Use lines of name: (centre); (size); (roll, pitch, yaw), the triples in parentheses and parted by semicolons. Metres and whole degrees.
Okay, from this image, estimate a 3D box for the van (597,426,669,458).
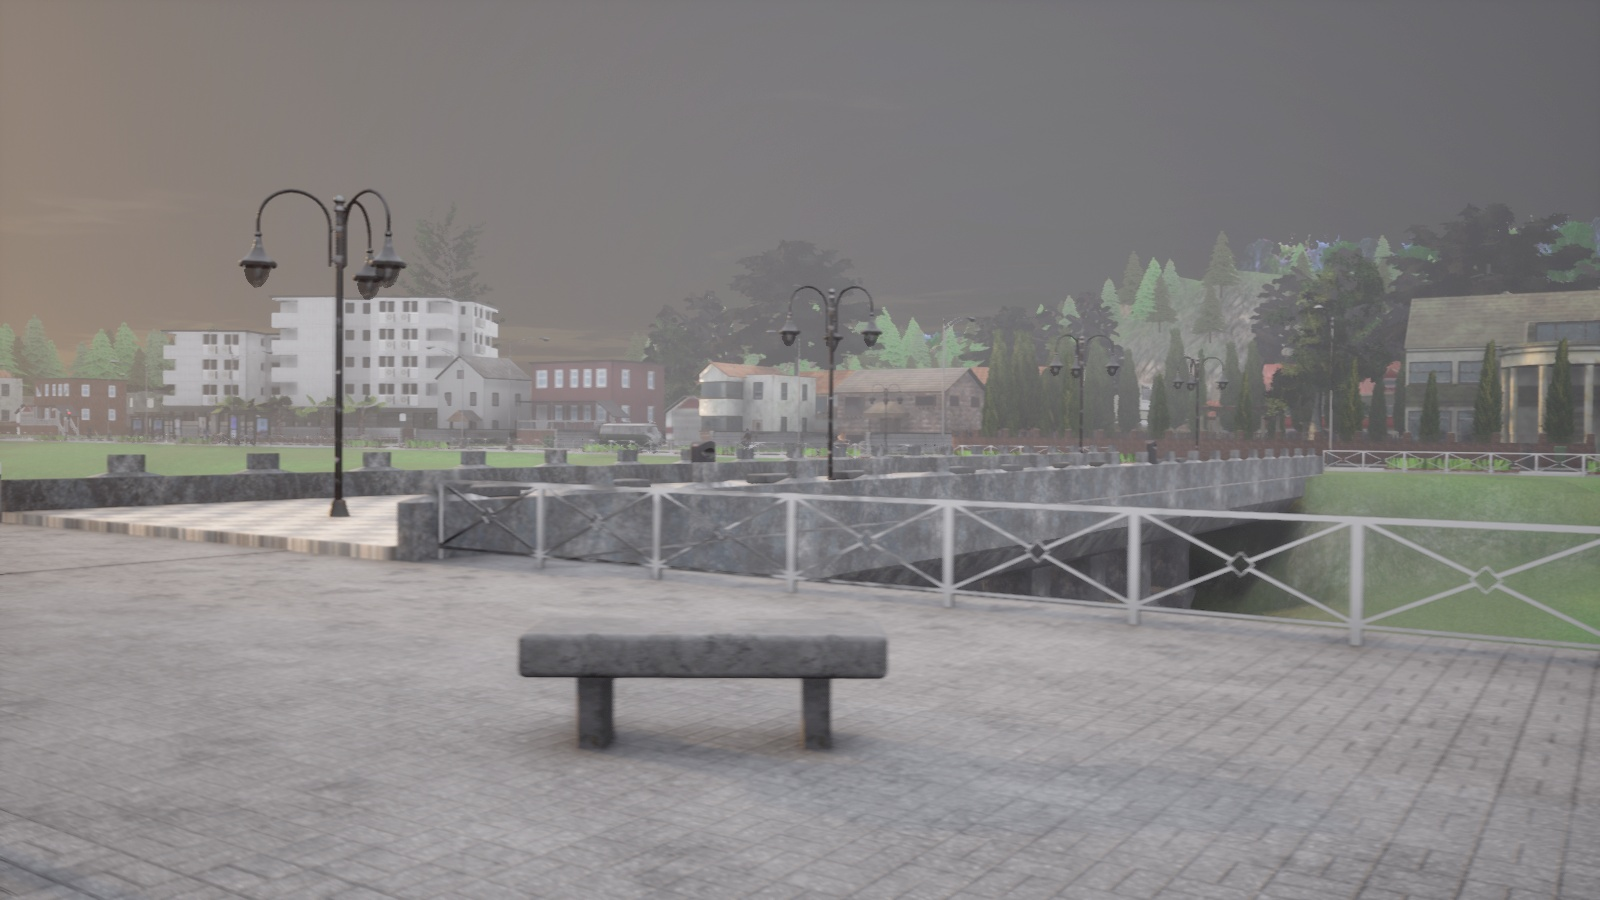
van: (-10.729, -0.519, 80.596); (4.442, 1.987, 1.775); (0, 1, 34)
